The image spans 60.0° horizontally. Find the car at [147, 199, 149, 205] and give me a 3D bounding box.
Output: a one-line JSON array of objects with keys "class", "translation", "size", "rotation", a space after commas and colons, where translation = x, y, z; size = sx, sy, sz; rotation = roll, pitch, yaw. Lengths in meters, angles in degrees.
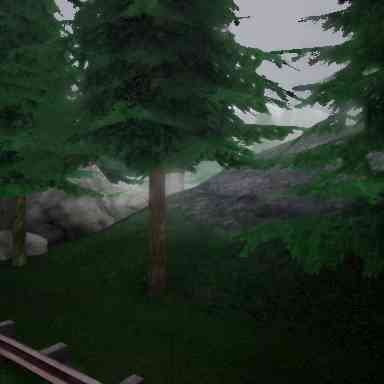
[{"class": "car", "translation": [-6.135, 1.509, 38.549], "size": [1.812, 1.442, 4.674], "rotation": [0, 0, 37]}]
